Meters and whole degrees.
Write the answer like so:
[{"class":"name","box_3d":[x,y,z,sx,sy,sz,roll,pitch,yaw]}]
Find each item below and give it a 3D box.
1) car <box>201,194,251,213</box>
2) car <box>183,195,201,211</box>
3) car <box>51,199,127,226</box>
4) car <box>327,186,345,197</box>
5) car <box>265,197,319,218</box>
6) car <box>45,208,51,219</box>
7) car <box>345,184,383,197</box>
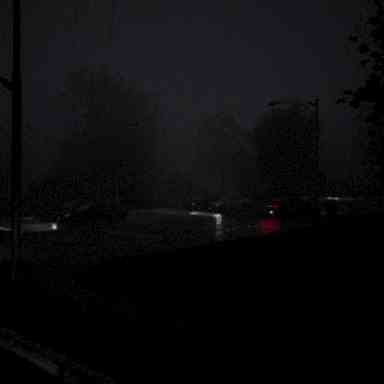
[{"class":"car","box_3d":[3.443,1.048,30.769,4.674,1.442,1.812,-3,2,-36]},{"class":"car","box_3d":[1.412,0.977,33.616,5.008,1.535,1.882,-4,3,-36]},{"class":"car","box_3d":[-6.674,1.398,22.606,4.674,1.442,1.812,-1,1,-40]},{"class":"car","box_3d":[20.842,-0.141,45.102,5.357,1.411,2.033,-4,2,-25]},{"class":"car","box_3d":[7.594,1.109,25.067,4.892,1.490,1.837,-2,1,-36]},{"class":"car","box_3d":[-8.602,1.320,25.571,5.008,1.535,1.882,-1,1,-40]},{"class":"car","box_3d":[22.293,-0.173,41.913,4.902,1.511,2.128,-4,2,-25]}]
